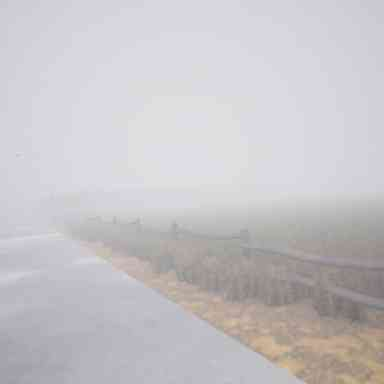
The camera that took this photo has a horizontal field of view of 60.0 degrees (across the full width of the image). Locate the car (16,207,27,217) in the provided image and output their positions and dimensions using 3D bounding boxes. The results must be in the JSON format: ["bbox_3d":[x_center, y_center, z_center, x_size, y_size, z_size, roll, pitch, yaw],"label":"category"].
[{"bbox_3d":[-37.032,4.280,72.089,2.150,2.045,5.566,-4,-1,-28],"label":"car"}]
